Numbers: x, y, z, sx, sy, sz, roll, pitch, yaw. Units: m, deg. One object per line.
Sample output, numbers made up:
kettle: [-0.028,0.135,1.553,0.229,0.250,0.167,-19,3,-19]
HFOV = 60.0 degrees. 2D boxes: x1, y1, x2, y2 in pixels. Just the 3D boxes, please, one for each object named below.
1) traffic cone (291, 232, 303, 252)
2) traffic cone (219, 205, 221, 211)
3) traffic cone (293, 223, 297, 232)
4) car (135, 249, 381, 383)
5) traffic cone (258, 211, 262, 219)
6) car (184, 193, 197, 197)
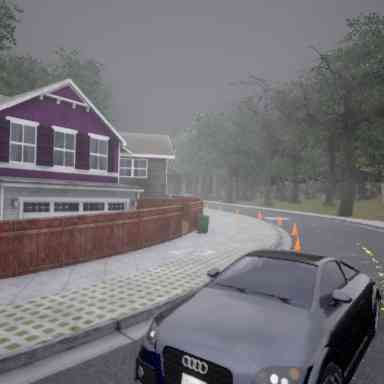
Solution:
traffic cone: [3.967,1.909,12.479,0.340,0.580,0.340,1,1,21]
traffic cone: [3.021,1.726,35.513,0.340,0.580,0.340,1,0,-13]
traffic cone: [5.210,1.876,16.856,0.340,0.580,0.340,1,1,11]
car: [1.240,1.559,4.590,1.994,1.385,4.181,0,0,38]
traffic cone: [5.271,1.790,25.922,0.340,0.580,0.340,1,0,-10]
car: [-0.307,1.054,57.511,2.097,1.767,4.553,1,0,-14]
